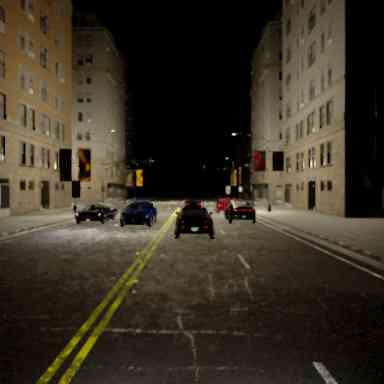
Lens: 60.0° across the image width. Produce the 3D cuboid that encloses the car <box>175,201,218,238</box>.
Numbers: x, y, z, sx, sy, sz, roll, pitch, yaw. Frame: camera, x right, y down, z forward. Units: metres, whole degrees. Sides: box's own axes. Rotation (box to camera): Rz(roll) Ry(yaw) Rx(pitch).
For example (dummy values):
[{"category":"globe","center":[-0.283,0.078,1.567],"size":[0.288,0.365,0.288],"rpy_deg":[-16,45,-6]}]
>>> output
[{"category":"car","center":[0.109,1.434,16.902],"size":[1.812,1.442,4.674],"rpy_deg":[0,1,0]}]

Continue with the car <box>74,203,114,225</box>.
[{"category":"car","center":[-6.581,1.476,23.261],"size":[1.895,1.301,4.718],"rpy_deg":[0,0,0]}]

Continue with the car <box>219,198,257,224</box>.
[{"category":"car","center":[3.352,1.364,23.750],"size":[2.128,1.511,4.902],"rpy_deg":[0,0,0]}]

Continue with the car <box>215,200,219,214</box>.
[{"category":"car","center":[3.268,1.352,32.845],"size":[1.812,1.442,4.674],"rpy_deg":[0,0,0]}]

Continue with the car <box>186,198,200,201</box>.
[{"category":"car","center":[0.118,1.347,34.055],"size":[1.812,1.442,4.674],"rpy_deg":[0,0,0]}]

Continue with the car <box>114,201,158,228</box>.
[{"category":"car","center":[-3.334,1.362,21.440],"size":[1.882,1.535,5.008],"rpy_deg":[0,0,0]}]
